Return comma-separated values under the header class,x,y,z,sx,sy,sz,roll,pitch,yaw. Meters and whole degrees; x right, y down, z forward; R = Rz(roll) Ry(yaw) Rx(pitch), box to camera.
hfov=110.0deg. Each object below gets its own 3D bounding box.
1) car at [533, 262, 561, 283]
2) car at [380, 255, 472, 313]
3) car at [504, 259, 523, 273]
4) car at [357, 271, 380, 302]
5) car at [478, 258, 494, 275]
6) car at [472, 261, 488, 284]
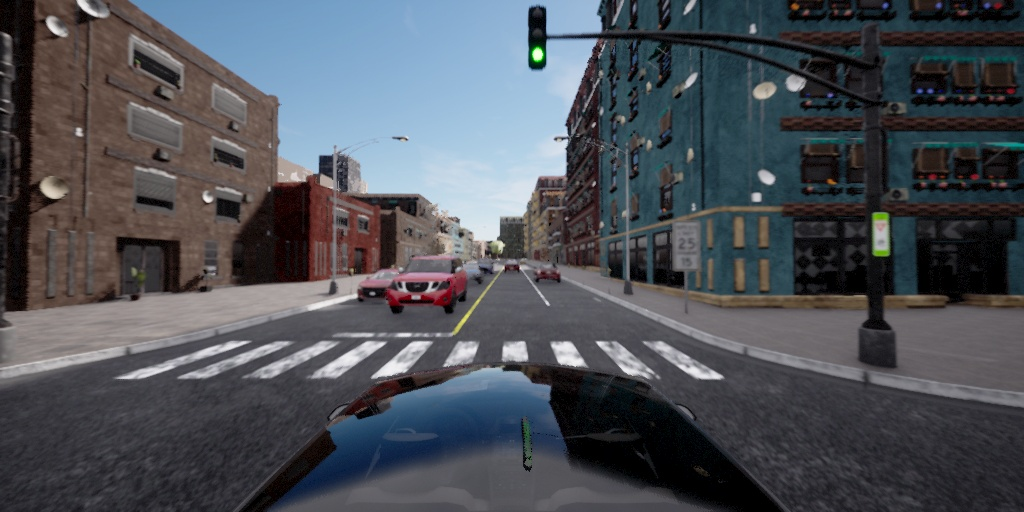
class,x,y,z,sx,sy,sz,roll,pitch,yaw
car,2.691,1.212,28.477,1.967,1.591,4.097,0,0,0
car,-3.088,0.982,14.318,2.150,2.045,5.566,0,0,0
car,0.000,1.265,44.301,1.882,1.535,5.008,0,0,0
car,-5.766,1.309,17.047,1.888,1.381,4.507,0,0,0
car,-3.077,1.136,39.314,2.097,1.767,4.553,0,0,0
car,-3.090,1.298,26.972,1.812,1.442,4.674,0,0,0
